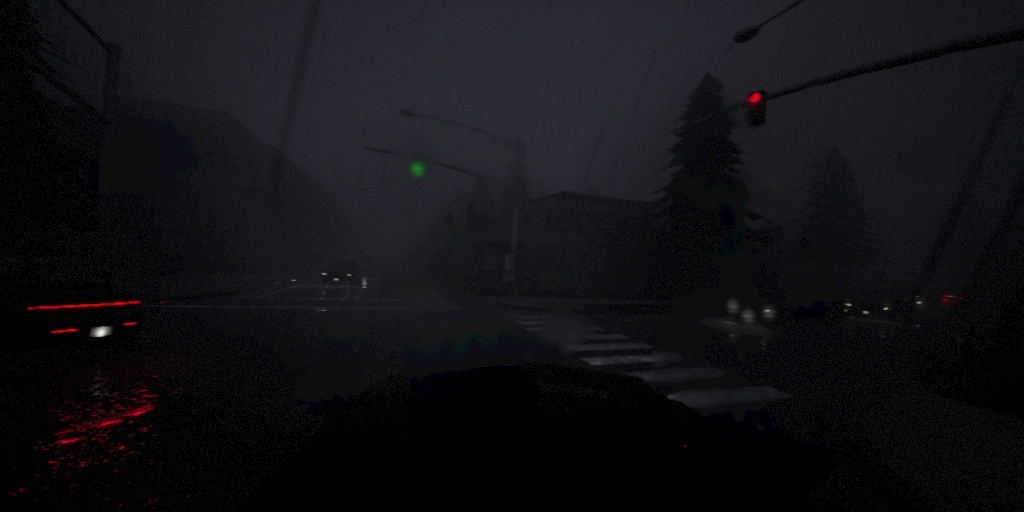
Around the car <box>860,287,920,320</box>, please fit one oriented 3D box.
[{"bbox_3d":[20.426,2.647,19.917,5.357,1.411,2.033,4,-1,-34],"label":"car"}]

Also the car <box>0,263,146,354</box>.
[{"bbox_3d":[-8.873,0.819,5.889,4.892,1.490,1.837,3,-3,5],"label":"car"}]

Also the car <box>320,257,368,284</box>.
[{"bbox_3d":[-10.897,0.955,23.280,2.033,1.411,5.357,3,-1,-17],"label":"car"}]

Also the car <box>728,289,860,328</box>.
[{"bbox_3d":[11.559,2.089,14.873,5.357,1.411,2.033,4,-1,-23],"label":"car"}]

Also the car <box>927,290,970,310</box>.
[{"bbox_3d":[37.292,3.670,30.848,2.128,1.511,4.902,3,-1,38],"label":"car"}]

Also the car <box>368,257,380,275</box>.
[{"bbox_3d":[-13.801,0.857,33.039,2.128,1.511,4.902,3,-1,-16],"label":"car"}]

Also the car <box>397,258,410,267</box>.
[{"bbox_3d":[-18.234,1.019,60.391,1.994,1.385,4.181,3,-1,-17],"label":"car"}]

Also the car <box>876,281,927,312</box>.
[{"bbox_3d":[28.774,2.871,26.679,5.566,2.045,2.150,4,-1,-45],"label":"car"}]
